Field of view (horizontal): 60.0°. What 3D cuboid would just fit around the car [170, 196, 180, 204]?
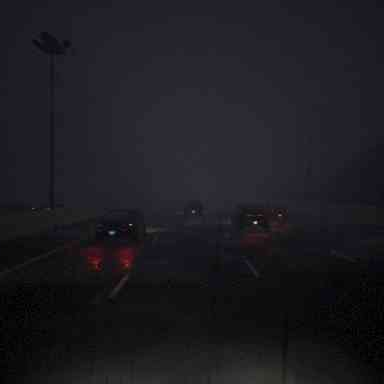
[{"bbox_3d":[-3.340,1.497,65.459,1.837,1.490,4.892,0,0,0],"label":"car"}]

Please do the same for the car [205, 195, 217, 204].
[{"bbox_3d":[3.657,1.341,65.361,2.097,1.767,4.553,0,0,0],"label":"car"}]

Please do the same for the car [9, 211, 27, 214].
[{"bbox_3d":[-17.534,1.550,32.546,2.033,1.411,5.357,0,0,0],"label":"car"}]

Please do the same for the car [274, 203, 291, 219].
[{"bbox_3d":[7.127,1.594,29.155,1.895,1.301,4.718,0,0,0],"label":"car"}]

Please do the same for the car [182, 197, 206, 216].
[{"bbox_3d":[0.130,1.500,31.946,1.837,1.490,4.892,0,0,0],"label":"car"}]

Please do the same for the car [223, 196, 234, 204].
[{"bbox_3d":[7.158,1.465,65.194,1.882,1.535,5.008,0,0,0],"label":"car"}]

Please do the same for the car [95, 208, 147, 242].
[{"bbox_3d":[-3.375,1.525,16.336,1.812,1.442,4.674,0,0,0],"label":"car"}]

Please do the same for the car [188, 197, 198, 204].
[{"bbox_3d":[0.158,1.591,65.614,1.895,1.301,4.718,0,0,0],"label":"car"}]

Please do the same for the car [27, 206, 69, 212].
[{"bbox_3d":[-14.038,1.602,33.144,1.895,1.301,4.718,0,0,0],"label":"car"}]

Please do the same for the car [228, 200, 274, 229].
[{"bbox_3d":[3.625,1.500,21.413,1.837,1.490,4.892,0,0,0],"label":"car"}]
